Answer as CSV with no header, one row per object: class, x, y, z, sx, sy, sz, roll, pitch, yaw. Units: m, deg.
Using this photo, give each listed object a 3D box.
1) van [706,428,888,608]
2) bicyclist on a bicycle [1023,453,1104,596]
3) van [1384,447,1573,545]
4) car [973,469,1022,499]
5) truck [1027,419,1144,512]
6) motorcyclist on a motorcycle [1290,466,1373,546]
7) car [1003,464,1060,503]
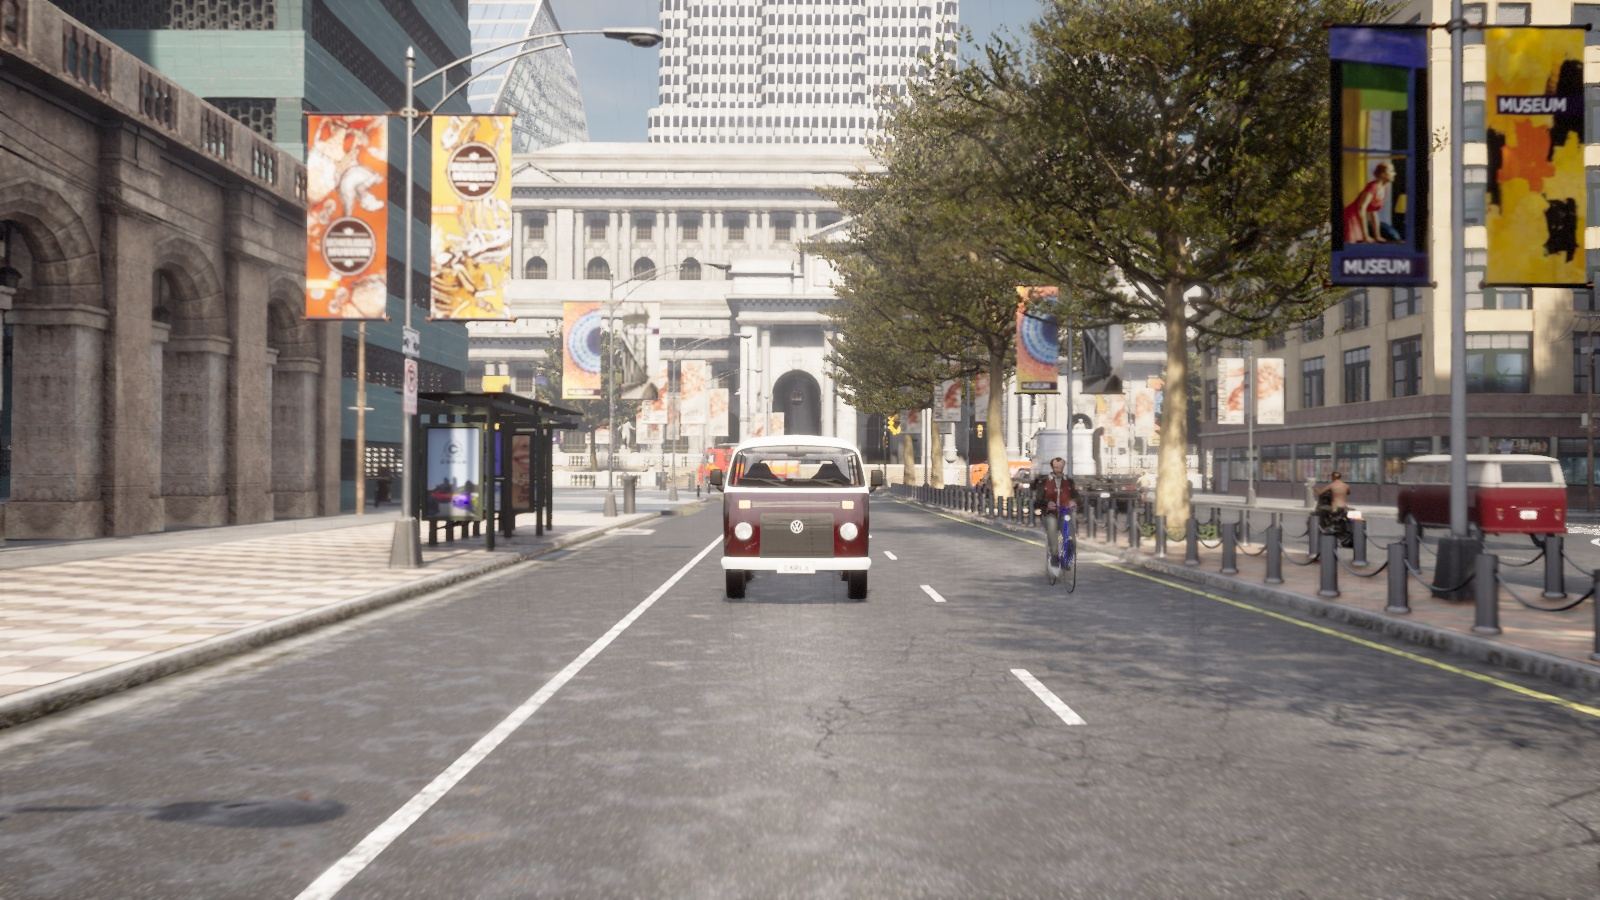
van,-0.042,0.815,16.525,2.069,2.038,4.480,0,-1,0
bicyclist on a bicycle,3.459,0.949,16.611,0.659,1.776,1.843,0,-1,0
van,14.931,0.975,27.944,1.775,1.987,4.442,0,-1,0
car,11.276,1.905,72.020,2.033,1.649,4.856,0,-1,0
truck,11.372,0.639,50.880,2.891,3.462,7.936,0,-1,0
motorcyclist on a motorcycle,11.434,1.173,27.102,0.766,1.649,2.350,0,-1,0
car,11.349,1.623,61.957,1.932,1.855,4.605,0,-1,0
